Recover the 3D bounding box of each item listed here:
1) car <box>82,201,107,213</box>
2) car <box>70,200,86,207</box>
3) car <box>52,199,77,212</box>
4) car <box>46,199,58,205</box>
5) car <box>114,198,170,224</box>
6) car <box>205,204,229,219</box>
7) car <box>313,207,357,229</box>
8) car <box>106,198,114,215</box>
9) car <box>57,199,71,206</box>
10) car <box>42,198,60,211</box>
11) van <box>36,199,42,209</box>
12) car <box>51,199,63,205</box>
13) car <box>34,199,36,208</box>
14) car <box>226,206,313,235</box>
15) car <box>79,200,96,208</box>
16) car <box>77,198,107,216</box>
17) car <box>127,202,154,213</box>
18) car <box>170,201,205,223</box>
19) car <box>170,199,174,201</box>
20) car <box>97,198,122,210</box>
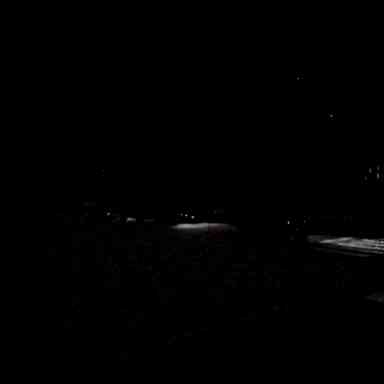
[{"bbox_3d":[-13.117,1.993,44.486,1.812,1.442,4.674,1,-1,-35],"label":"car"},{"bbox_3d":[-23.702,2.371,69.221,1.947,1.339,4.313,0,-1,-36],"label":"car"},{"bbox_3d":[-17.448,2.024,46.000,2.008,1.369,4.403,0,-1,-36],"label":"car"},{"bbox_3d":[-36.874,2.607,87.460,1.947,1.339,4.313,0,-1,-36],"label":"car"},{"bbox_3d":[-4.278,1.562,27.764,2.192,1.841,5.009,0,-1,-36],"label":"car"},{"bbox_3d":[2.540,1.876,32.883,1.752,1.417,4.829,0,-1,-36],"label":"car"},{"bbox_3d":[9.126,1.763,23.764,1.752,1.417,4.829,0,-1,-36],"label":"car"},{"bbox_3d":[-7.219,1.717,36.256,2.097,1.767,4.553,1,-1,-36],"label":"car"},{"bbox_3d":[-30.288,2.474,78.341,2.008,1.369,4.403,0,-1,-36],"label":"car"},{"bbox_3d":[-20.742,1.846,50.561,2.192,1.841,5.009,0,-1,-36],"label":"car"},{"bbox_3d":[-24.034,1.929,55.120,1.690,1.788,3.998,0,-1,-36],"label":"van"},{"bbox_3d":[-33.680,2.509,83.038,1.752,1.417,4.829,0,-1,-36],"label":"car"},{"bbox_3d":[-27.326,2.086,59.679,1.967,1.590,4.097,0,-1,-36],"label":"car"},{"bbox_3d":[4.490,1.766,20.062,1.895,1.301,4.718,1,-1,-37],"label":"car"},{"bbox_3d":[-20.410,2.292,64.662,1.887,1.381,4.507,0,-1,-36],"label":"car"},{"bbox_3d":[-10.863,1.800,36.882,1.967,1.590,4.097,0,-1,-36],"label":"car"},{"bbox_3d":[-7.239,2.063,46.424,1.887,1.381,4.507,0,-1,-36],"label":"car"},{"bbox_3d":[-1.366,1.769,28.131,1.837,1.490,4.892,1,-1,-36],"label":"car"},{"bbox_3d":[-3.947,1.777,41.866,2.192,1.841,5.009,0,-1,-36],"label":"car"},{"bbox_3d":[-13.825,1.947,55.545,2.192,1.841,5.009,0,-1,-36],"label":"car"}]
